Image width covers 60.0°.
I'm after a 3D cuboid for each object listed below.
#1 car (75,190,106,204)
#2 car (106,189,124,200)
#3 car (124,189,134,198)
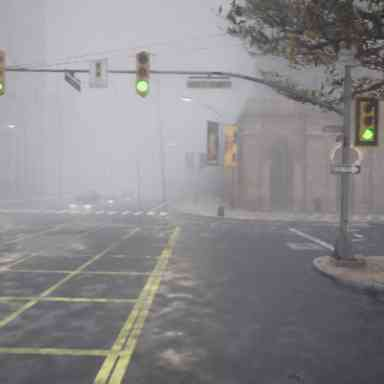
[{"bbox_3d":[-12.202,0.557,39.406,1.882,1.535,5.008,1,1,1],"label":"car"},{"bbox_3d":[-11.941,0.438,48.972,1.812,1.442,4.674,1,1,2],"label":"car"},{"bbox_3d":[-11.601,0.210,59.338,1.882,1.535,5.008,1,1,2],"label":"car"}]
